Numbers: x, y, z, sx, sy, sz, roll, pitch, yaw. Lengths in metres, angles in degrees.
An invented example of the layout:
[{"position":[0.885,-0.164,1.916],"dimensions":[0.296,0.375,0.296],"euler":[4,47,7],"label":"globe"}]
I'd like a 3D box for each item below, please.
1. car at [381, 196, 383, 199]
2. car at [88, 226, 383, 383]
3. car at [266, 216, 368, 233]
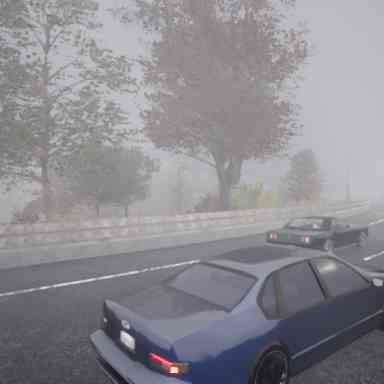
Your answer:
[{"position":[46.267,1.136,78.244],"dimensions":[1.895,1.301,4.718],"euler":[0,0,7],"label":"car"},{"position":[1.317,1.532,4.930],"dimensions":[5.357,1.411,2.033],"euler":[0,0,-38],"label":"car"},{"position":[4.910,1.547,12.562],"dimensions":[4.718,1.301,1.895],"euler":[-1,0,-42],"label":"car"}]
